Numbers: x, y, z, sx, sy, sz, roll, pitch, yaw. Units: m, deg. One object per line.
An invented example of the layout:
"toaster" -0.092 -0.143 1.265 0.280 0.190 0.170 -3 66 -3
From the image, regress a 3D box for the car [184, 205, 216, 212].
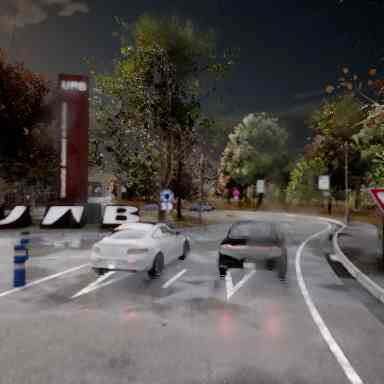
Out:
"car" 1.229 2.521 54.467 5.357 1.411 2.033 0 -1 33

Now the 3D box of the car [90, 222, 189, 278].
"car" -1.464 1.671 10.618 1.812 1.442 4.674 0 -1 14

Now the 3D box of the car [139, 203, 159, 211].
"car" -6.480 2.504 54.399 4.181 1.385 1.994 0 -1 13

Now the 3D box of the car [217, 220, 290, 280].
"car" 2.014 1.649 10.561 2.128 1.511 4.902 0 -1 14
